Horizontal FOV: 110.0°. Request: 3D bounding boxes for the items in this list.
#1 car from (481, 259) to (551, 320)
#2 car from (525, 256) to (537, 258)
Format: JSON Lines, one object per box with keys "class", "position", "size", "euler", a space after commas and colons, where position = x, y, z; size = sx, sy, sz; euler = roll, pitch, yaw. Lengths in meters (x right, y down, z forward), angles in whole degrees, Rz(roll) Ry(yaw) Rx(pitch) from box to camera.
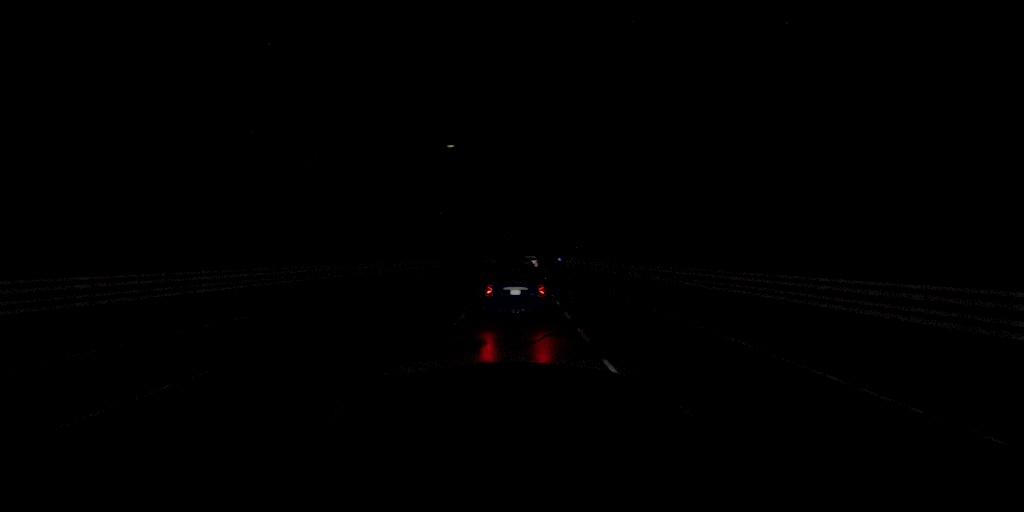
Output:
{"class": "car", "position": [0.156, 1.104, 12.782], "size": [2.097, 1.767, 4.553], "euler": [0, 0, 1]}
{"class": "car", "position": [2.773, 1.056, 52.074], "size": [2.150, 2.045, 5.566], "euler": [0, 0, 6]}
